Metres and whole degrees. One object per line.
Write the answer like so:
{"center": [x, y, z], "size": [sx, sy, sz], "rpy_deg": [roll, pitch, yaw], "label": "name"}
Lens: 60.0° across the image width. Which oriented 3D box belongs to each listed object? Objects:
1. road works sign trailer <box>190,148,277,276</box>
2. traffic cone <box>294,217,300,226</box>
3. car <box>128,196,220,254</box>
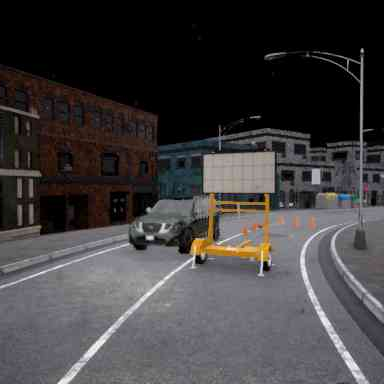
{"center": [1.519, 0.461, 10.603], "size": [2.380, 3.560, 2.880], "rpy_deg": [0, 0, 24], "label": "road works sign trailer"}
{"center": [7.055, 1.969, 22.280], "size": [0.340, 0.580, 0.340], "rpy_deg": [1, 0, 24], "label": "traffic cone"}
{"center": [-0.454, 1.199, 13.912], "size": [2.150, 2.045, 5.566], "rpy_deg": [0, 0, 21], "label": "car"}
